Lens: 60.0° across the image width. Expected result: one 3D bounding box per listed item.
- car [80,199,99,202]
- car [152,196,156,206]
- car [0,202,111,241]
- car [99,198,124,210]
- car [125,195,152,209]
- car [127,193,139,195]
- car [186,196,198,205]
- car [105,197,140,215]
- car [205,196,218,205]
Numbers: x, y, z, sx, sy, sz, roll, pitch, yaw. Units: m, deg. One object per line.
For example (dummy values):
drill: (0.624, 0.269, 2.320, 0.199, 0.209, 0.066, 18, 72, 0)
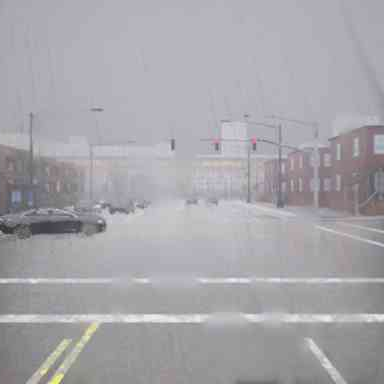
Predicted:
car: (-10.587, 1.485, 33.981, 1.837, 1.490, 4.892, 0, 0, 0)
car: (-7.071, 1.474, 54.912, 1.837, 1.490, 4.892, 0, 0, 0)
car: (-6.813, 1.482, 16.563, 4.902, 1.511, 2.128, 0, 0, -21)
car: (-10.588, 1.522, 44.360, 2.033, 1.411, 5.357, 0, 0, 0)
car: (-7.082, 1.466, 44.301, 2.128, 1.511, 4.902, 0, 0, 0)
car: (-10.541, 1.190, 59.162, 2.150, 2.045, 5.566, 0, 0, 1)
car: (0.002, 1.458, 58.706, 2.128, 1.511, 4.902, 0, 0, 0)
car: (-7.091, 1.528, 34.320, 2.033, 1.411, 5.357, 0, 0, 0)
car: (3.502, 1.471, 58.710, 1.837, 1.490, 4.892, 0, 0, 0)
